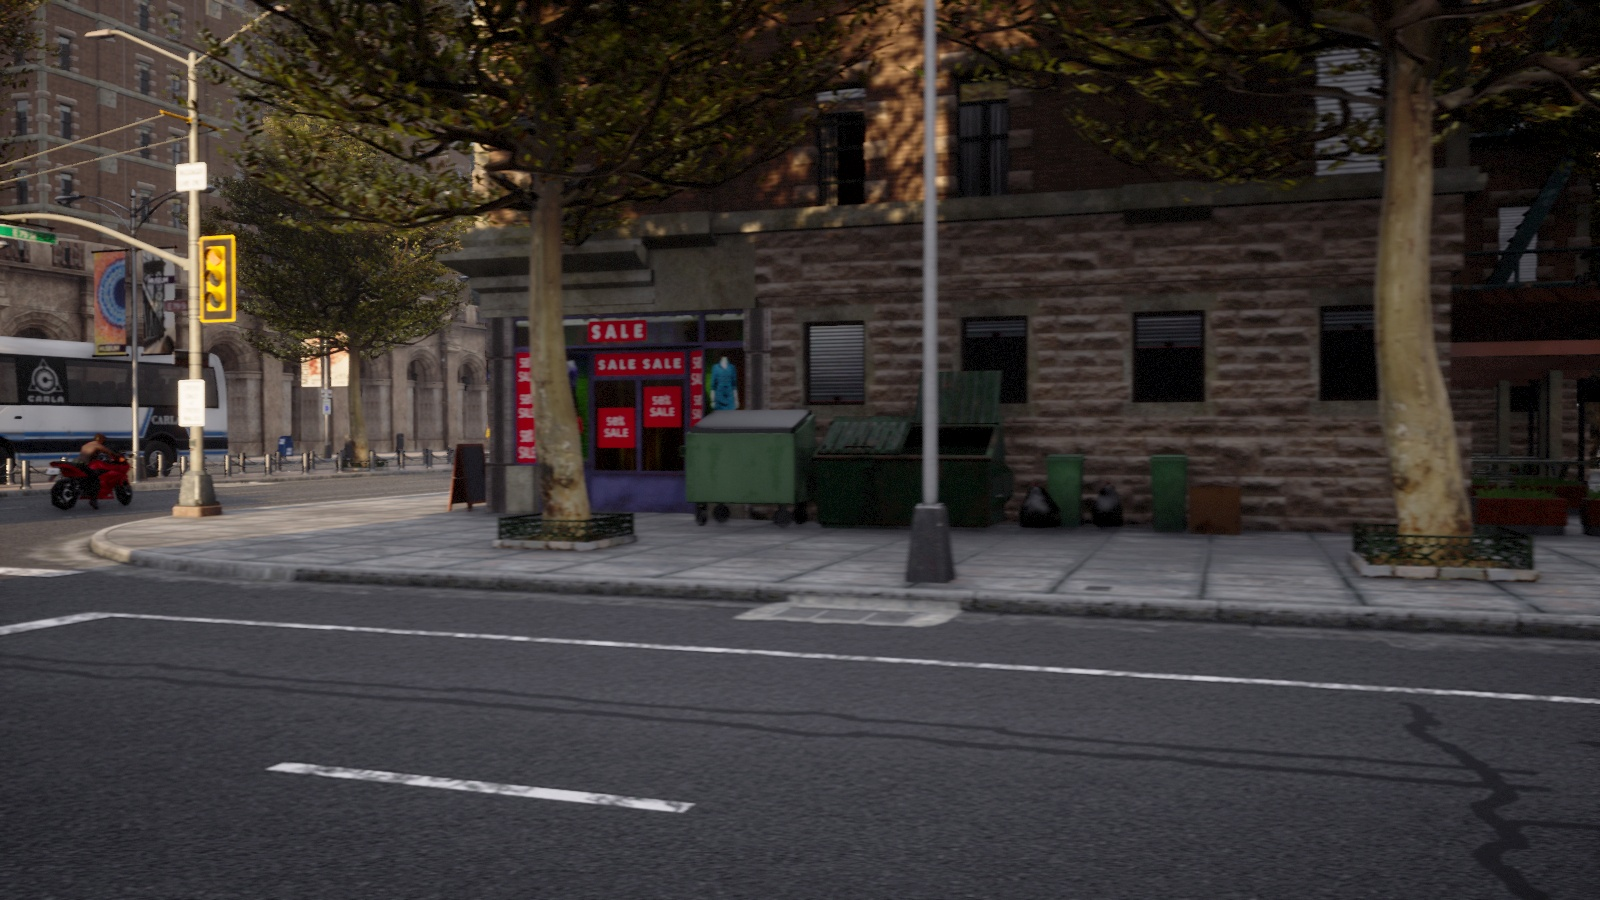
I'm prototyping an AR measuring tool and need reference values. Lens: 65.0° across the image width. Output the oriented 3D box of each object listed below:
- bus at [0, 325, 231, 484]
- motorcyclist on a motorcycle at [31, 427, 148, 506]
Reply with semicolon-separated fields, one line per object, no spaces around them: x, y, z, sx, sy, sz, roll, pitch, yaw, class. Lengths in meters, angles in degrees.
-22.318;-1.290;37.208;3.944;4.253;10.273;1;1;19;bus
-14.342;0.309;25.426;0.797;1.523;2.044;1;1;19;motorcyclist on a motorcycle
